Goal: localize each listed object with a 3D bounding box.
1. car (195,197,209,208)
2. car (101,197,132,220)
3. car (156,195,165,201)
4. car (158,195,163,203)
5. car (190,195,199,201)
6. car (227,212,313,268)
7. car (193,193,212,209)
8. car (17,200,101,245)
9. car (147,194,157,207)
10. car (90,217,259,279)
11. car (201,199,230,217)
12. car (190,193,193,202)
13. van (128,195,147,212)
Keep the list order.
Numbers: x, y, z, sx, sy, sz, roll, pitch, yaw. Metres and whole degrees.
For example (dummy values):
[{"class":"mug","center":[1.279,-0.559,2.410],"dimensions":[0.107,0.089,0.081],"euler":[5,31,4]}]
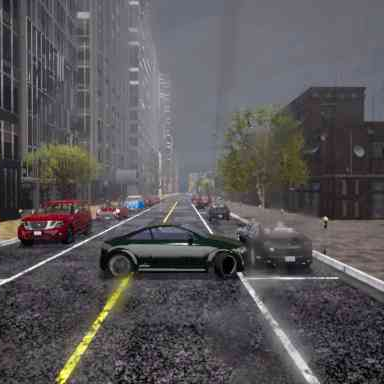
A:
[{"class":"car","center":[1.463,1.509,49.954],"dimensions":[1.752,1.417,4.829],"euler":[-1,0,-1]},{"class":"car","center":[-6.352,1.432,26.724],"dimensions":[1.967,1.590,4.097],"euler":[-1,0,-1]},{"class":"car","center":[-7.737,1.497,82.613],"dimensions":[1.752,1.417,4.829],"euler":[-1,0,-1]},{"class":"car","center":[-7.325,1.522,66.184],"dimensions":[1.887,1.381,4.507],"euler":[-1,0,-1]},{"class":"car","center":[0.638,1.538,82.981],"dimensions":[1.947,1.339,4.313],"euler":[-1,0,-1]},{"class":"car","center":[2.566,1.548,11.058],"dimensions":[2.008,1.369,4.403],"euler":[-1,0,-1]},{"class":"car","center":[1.602,1.301,44.251],"dimensions":[2.192,1.841,5.009],"euler":[-1,0,-1]},{"class":"car","center":[-6.167,1.310,15.656],"dimensions":[2.192,1.841,5.009],"euler":[-1,0,-1]},{"class":"car","center":[-6.913,1.299,49.584],"dimensions":[2.192,1.841,5.009],"euler":[-1,0,-1]},{"class":"car","center":[-0.453,1.557,9.454],"dimensions":[4.181,1.385,1.994],"euler":[0,0,-1]},{"class":"car","center":[2.051,1.543,26.918],"dimensions":[2.008,1.369,4.403],"euler":[-1,0,-1]},{"class":"car","center":[0.910,1.291,71.915],"dimensions":[2.192,1.841,5.009],"euler":[-1,0,-1]},{"class":"van","center":[-6.637,1.329,38.518],"dimensions":[1.690,1.788,3.998],"euler":[-1,0,-1]}]
